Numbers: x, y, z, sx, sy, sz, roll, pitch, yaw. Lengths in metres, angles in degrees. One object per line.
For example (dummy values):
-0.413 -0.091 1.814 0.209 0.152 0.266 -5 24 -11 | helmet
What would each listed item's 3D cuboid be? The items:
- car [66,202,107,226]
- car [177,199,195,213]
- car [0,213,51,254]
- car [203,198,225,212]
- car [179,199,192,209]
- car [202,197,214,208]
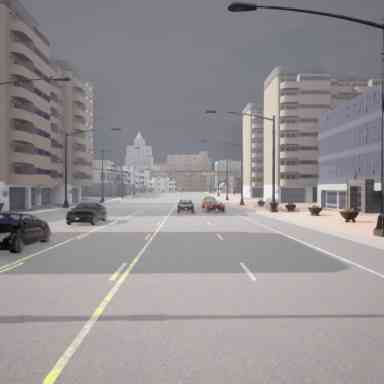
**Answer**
-7.596 1.521 24.316 1.882 1.535 5.008 0 0 -1 | car
-0.716 1.583 38.180 2.128 1.511 4.902 0 0 -1 | car
-7.364 1.569 13.410 1.994 1.385 4.181 0 0 -2 | car
2.751 1.698 39.731 1.895 1.301 4.718 0 0 -1 | car
-0.936 1.728 48.143 1.895 1.301 4.718 0 0 -1 | car
2.540 1.481 49.137 2.097 1.767 4.553 0 0 -1 | car
